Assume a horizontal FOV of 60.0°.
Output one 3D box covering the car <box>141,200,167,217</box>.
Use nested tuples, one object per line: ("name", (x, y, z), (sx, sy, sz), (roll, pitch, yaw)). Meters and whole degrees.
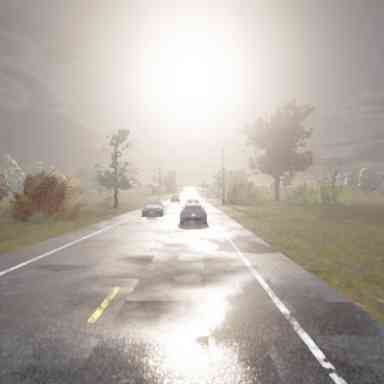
("car", (-3.592, 1.519, 31.615), (1.812, 1.442, 4.674), (0, 0, 0))

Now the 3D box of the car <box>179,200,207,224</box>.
("car", (0.103, 1.560, 24.984), (1.994, 1.385, 4.181), (0, 0, 0))

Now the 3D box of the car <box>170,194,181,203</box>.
("car", (-3.492, 1.324, 70.866), (2.097, 1.767, 4.553), (0, 0, 0))
